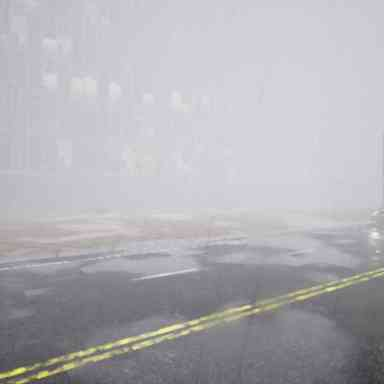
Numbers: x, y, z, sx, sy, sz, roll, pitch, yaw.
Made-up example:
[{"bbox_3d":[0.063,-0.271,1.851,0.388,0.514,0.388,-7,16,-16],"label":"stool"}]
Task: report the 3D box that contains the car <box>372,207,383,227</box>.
[{"bbox_3d":[13.549,1.359,21.330,4.553,1.767,2.097,0,0,-35],"label":"car"}]
